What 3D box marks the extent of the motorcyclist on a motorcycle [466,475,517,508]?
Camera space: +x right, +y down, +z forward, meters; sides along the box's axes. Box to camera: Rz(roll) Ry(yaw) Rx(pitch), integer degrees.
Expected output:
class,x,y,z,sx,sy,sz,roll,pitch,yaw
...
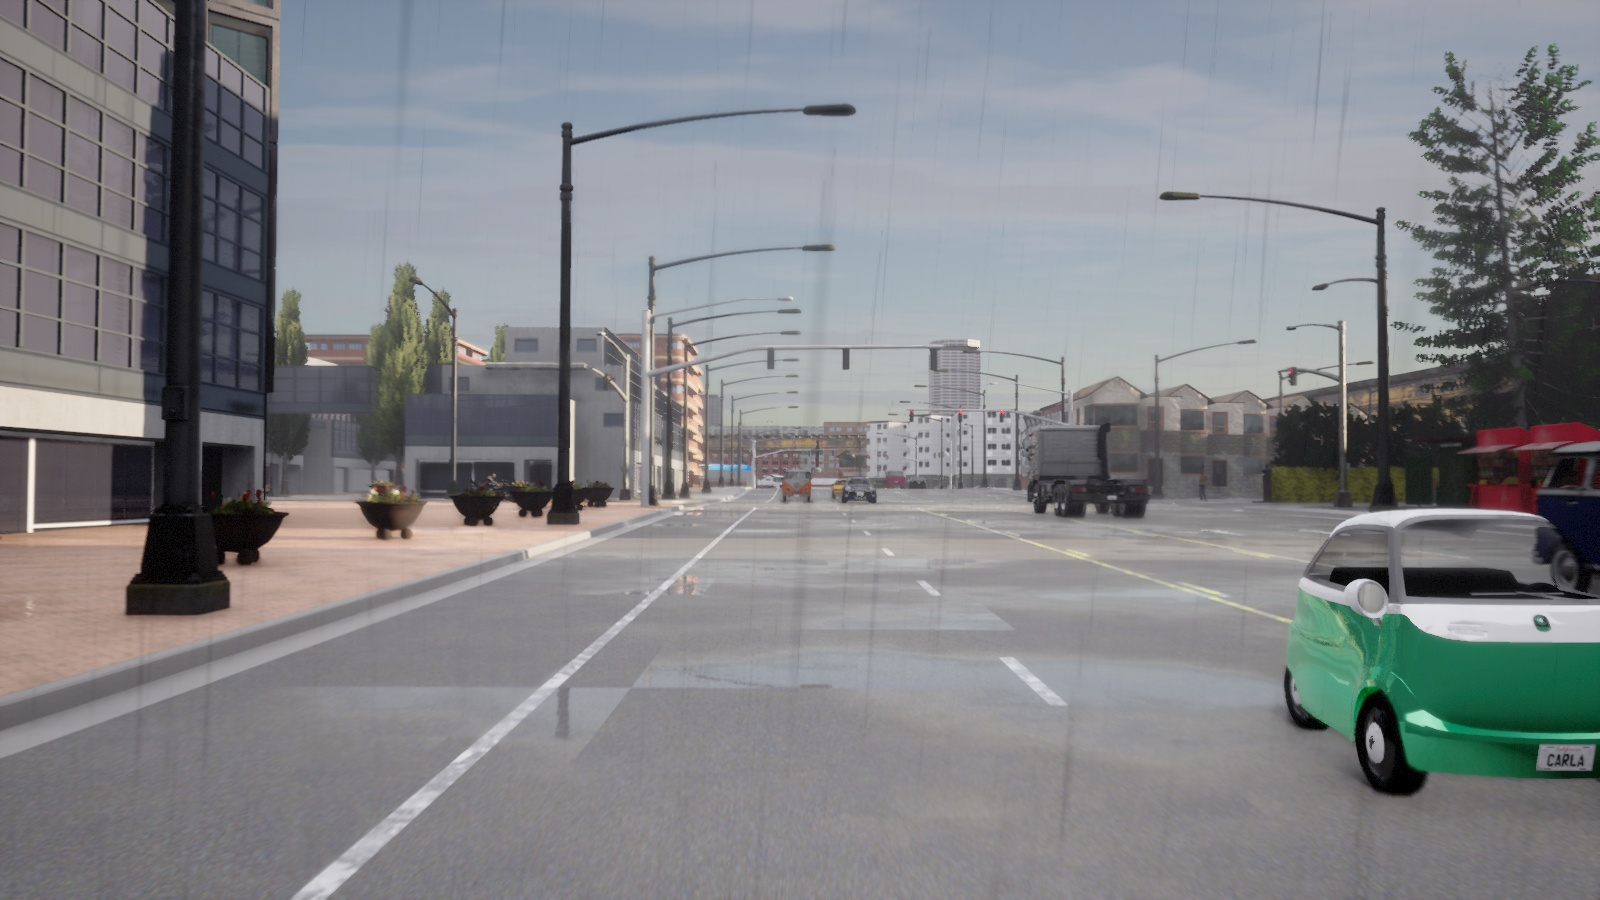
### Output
class,x,y,z,sx,sy,sz,roll,pitch,yaw
motorcyclist on a motorcycle,-14.589,1.979,59.493,2.191,1.530,0.866,0,-2,0

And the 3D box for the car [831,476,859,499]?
class,x,y,z,sx,sy,sz,roll,pitch,yaw
car,3.282,2.702,92.034,1.801,1.575,5.366,0,-1,0

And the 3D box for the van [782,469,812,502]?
class,x,y,z,sx,sy,sz,roll,pitch,yaw
van,-0.182,2.149,76.490,1.775,1.987,4.442,0,-1,0

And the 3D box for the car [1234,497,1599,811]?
class,x,y,z,sx,sy,sz,roll,pitch,yaw
car,3.484,0.965,6.802,1.481,1.376,2.207,0,-1,0

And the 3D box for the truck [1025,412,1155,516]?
class,x,y,z,sx,sy,sz,roll,pitch,yaw
truck,10.386,0.557,45.886,2.891,3.462,7.936,0,-1,0

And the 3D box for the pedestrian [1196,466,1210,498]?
class,x,y,z,sx,sy,sz,roll,pitch,yaw
pedestrian,22.838,1.808,71.179,0.869,1.805,0.328,1,-2,-38

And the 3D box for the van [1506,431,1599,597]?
class,x,y,z,sx,sy,sz,roll,pitch,yaw
van,10.464,0.764,14.791,1.775,1.987,4.442,0,-1,0

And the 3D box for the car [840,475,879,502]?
class,x,y,z,sx,sy,sz,roll,pitch,yaw
car,3.332,2.192,71.043,1.970,1.475,3.806,0,-2,0
